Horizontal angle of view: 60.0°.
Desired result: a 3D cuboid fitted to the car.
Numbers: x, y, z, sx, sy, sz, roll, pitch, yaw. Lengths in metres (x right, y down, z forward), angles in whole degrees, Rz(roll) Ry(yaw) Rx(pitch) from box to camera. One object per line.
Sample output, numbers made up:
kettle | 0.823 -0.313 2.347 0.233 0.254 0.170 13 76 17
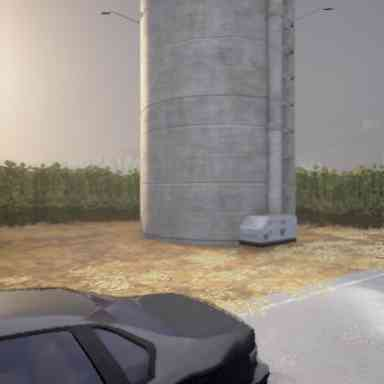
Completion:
car | -1.809 1.546 2.306 5.357 1.411 2.033 0 0 -36
